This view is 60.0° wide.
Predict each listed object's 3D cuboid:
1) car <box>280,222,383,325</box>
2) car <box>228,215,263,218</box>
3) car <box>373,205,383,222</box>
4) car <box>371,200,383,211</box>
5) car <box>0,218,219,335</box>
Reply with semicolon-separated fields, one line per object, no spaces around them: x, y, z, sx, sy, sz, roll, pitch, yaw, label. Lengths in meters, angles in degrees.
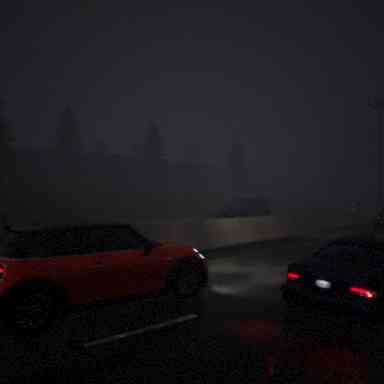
4.125;1.626;7.232;5.357;1.411;2.033;1;0;-40;car
1.912;1.742;19.627;4.718;1.301;1.895;1;-1;-44;car
12.636;1.724;20.505;2.128;1.511;4.902;0;0;42;car
28.947;2.047;50.503;2.128;1.511;4.902;0;0;41;car
-1.827;1.383;7.010;4.553;1.767;2.097;1;0;-37;car
